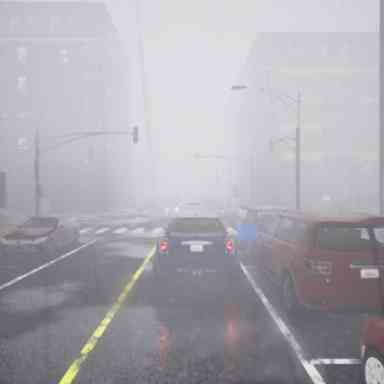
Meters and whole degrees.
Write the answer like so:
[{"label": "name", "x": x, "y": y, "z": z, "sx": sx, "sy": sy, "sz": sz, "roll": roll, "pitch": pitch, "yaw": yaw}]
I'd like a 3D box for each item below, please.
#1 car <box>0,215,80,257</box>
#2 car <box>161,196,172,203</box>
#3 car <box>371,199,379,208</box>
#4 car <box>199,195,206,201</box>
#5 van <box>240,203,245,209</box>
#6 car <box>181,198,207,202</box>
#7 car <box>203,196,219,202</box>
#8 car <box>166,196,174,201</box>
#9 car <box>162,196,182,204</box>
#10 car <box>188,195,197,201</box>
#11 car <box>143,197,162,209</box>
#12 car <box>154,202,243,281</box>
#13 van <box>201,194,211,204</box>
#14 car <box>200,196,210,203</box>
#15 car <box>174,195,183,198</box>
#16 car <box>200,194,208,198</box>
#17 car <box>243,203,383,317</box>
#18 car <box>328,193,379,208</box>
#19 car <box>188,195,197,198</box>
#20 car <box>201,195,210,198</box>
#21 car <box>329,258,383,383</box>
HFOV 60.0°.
[{"label": "car", "x": -5.675, "y": 1.584, "z": 12.960, "sx": 1.802, "sy": 1.307, "sz": 4.206, "roll": 0, "pitch": 0, "yaw": 0}, {"label": "car", "x": -5.572, "y": 1.581, "z": 72.983, "sx": 1.887, "sy": 1.381, "sz": 4.507, "roll": 0, "pitch": 0, "yaw": 0}, {"label": "car", "x": 15.825, "y": 1.353, "z": 24.081, "sx": 4.313, "sy": 1.339, "sz": 1.947, "roll": -1, "pitch": 1, "yaw": 0}, {"label": "car", "x": 2.837, "y": 1.579, "z": 89.695, "sx": 1.752, "sy": 1.417, "sz": 4.829, "roll": -1, "pitch": 0, "yaw": 0}, {"label": "van", "x": 2.704, "y": 1.343, "z": 12.944, "sx": 1.690, "sy": 1.788, "sz": 3.998, "roll": 0, "pitch": 0, "yaw": 0}, {"label": "car", "x": 0.155, "y": 1.532, "z": 31.364, "sx": 1.812, "sy": 1.442, "sz": 4.674, "roll": 0, "pitch": 0, "yaw": 0}, {"label": "car", "x": 2.761, "y": 1.596, "z": 45.338, "sx": 1.802, "sy": 1.307, "sz": 4.206, "roll": 0, "pitch": 0, "yaw": 0}, {"label": "car", "x": -5.553, "y": 1.629, "z": 84.029, "sx": 1.802, "sy": 1.307, "sz": 4.206, "roll": 0, "pitch": 0, "yaw": 0}, {"label": "car", "x": -2.990, "y": 1.618, "z": 50.682, "sx": 1.895, "sy": 1.301, "sz": 4.718, "roll": 0, "pitch": 0, "yaw": 0}, {"label": "car", "x": 0.145, "y": 1.420, "z": 84.805, "sx": 2.033, "sy": 1.411, "sz": 5.357, "roll": 0, "pitch": 0, "yaw": 0}, {"label": "car", "x": -5.620, "y": 1.580, "z": 45.365, "sx": 1.947, "sy": 1.339, "sz": 4.313, "roll": 0, "pitch": 0, "yaw": 0}, {"label": "car", "x": 0.117, "y": 1.353, "z": 10.014, "sx": 2.097, "sy": 1.767, "sz": 4.553, "roll": 0, "pitch": 0, "yaw": 0}, {"label": "van", "x": 2.797, "y": 1.372, "z": 67.432, "sx": 1.690, "sy": 1.788, "sz": 3.998, "roll": 0, "pitch": 0, "yaw": 0}, {"label": "car", "x": 2.809, "y": 1.602, "z": 72.956, "sx": 1.947, "sy": 1.339, "sz": 4.313, "roll": 0, "pitch": 0, "yaw": 0}, {"label": "car", "x": -2.898, "y": 1.383, "z": 66.358, "sx": 2.097, "sy": 1.767, "sz": 4.553, "roll": 0, "pitch": 0, "yaw": 0}, {"label": "car", "x": 2.790, "y": 1.571, "z": 61.909, "sx": 1.887, "sy": 1.381, "sz": 4.507, "roll": 0, "pitch": 0, "yaw": 0}, {"label": "car", "x": 2.694, "y": 1.316, "z": 7.416, "sx": 2.192, "sy": 1.841, "sz": 5.009, "roll": 0, "pitch": 0, "yaw": 0}, {"label": "car", "x": 15.814, "y": 1.039, "z": 32.455, "sx": 5.009, "sy": 1.841, "sz": 2.192, "roll": -1, "pitch": 1, "yaw": 0}, {"label": "car", "x": 0.127, "y": 1.555, "z": 74.799, "sx": 1.812, "sy": 1.442, "sz": 4.674, "roll": 0, "pitch": 0, "yaw": 0}, {"label": "car", "x": 2.771, "y": 1.584, "z": 50.862, "sx": 1.947, "sy": 1.339, "sz": 4.313, "roll": 0, "pitch": 0, "yaw": 0}, {"label": "car", "x": 2.687, "y": 1.545, "z": 1.888, "sx": 1.887, "sy": 1.381, "sz": 4.507, "roll": 0, "pitch": 0, "yaw": 0}]
